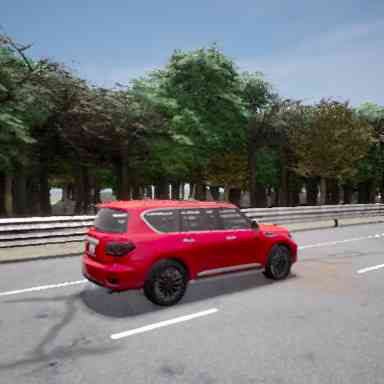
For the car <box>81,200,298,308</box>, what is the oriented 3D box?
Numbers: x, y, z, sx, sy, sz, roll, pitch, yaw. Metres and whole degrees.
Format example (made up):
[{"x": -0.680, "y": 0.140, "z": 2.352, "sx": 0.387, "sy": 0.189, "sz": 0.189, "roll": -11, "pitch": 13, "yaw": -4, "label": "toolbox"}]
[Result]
[{"x": 0.186, "y": 1.224, "z": 8.199, "sx": 5.566, "sy": 2.045, "sz": 2.150, "roll": 0, "pitch": 0, "yaw": -35, "label": "car"}]
